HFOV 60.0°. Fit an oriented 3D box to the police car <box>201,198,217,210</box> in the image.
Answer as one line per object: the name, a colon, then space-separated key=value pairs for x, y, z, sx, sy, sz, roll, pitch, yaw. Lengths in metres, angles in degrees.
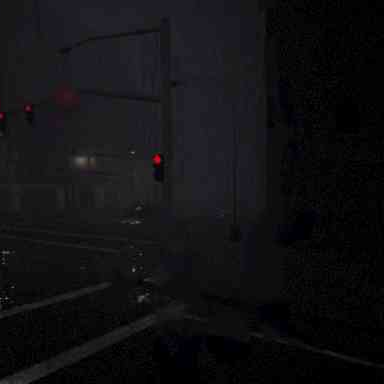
police car: x=3.168 y=1.687 z=48.704 sx=1.930 sy=1.638 sz=5.238 roll=-1 pitch=0 yaw=35

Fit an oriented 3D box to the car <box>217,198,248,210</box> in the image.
car: x=6.101 y=1.804 z=46.788 sx=2.033 sy=1.411 sz=5.357 roll=-1 pitch=0 yaw=35

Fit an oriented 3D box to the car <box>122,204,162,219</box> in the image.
car: x=-4.613 y=1.791 z=31.625 sx=1.994 sy=1.385 sz=4.181 roll=-1 pitch=0 yaw=35
